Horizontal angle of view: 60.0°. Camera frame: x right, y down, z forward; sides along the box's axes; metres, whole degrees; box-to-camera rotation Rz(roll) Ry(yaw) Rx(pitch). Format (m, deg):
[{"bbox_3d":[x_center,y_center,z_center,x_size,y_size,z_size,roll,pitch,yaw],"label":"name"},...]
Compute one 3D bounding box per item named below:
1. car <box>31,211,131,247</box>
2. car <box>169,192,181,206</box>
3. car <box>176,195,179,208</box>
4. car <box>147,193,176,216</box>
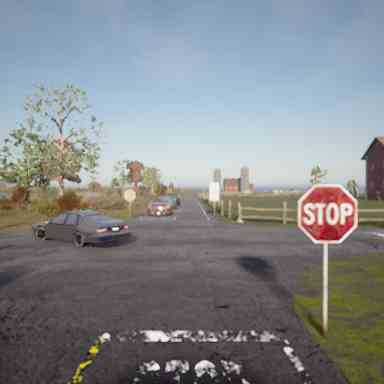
[{"bbox_3d":[-5.136,1.557,15.033,5.357,1.411,2.033,0,1,37],"label":"car"},{"bbox_3d":[-2.929,1.063,51.402,2.150,2.045,5.566,0,0,0],"label":"car"},{"bbox_3d":[-2.920,1.398,41.104,1.812,1.442,4.674,0,0,1],"label":"car"},{"bbox_3d":[-2.907,1.255,31.053,2.097,1.767,4.553,0,0,0],"label":"car"}]
